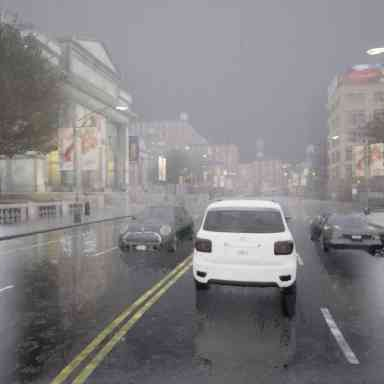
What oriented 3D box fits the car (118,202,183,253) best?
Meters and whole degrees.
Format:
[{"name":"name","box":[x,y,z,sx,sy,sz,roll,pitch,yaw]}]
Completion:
[{"name":"car","box":[-1.290,1.351,13.789,2.097,1.767,4.553,0,0,13]}]

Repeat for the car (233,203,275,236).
[{"name":"car","box":[3.727,1.490,19.644,2.128,1.511,4.902,0,0,12]}]

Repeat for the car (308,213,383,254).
[{"name":"car","box":[6.007,1.547,13.549,2.033,1.411,5.357,0,0,12]}]

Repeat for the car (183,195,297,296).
[{"name":"car","box":[1.464,1.221,8.942,2.150,2.045,5.566,0,0,11]}]
